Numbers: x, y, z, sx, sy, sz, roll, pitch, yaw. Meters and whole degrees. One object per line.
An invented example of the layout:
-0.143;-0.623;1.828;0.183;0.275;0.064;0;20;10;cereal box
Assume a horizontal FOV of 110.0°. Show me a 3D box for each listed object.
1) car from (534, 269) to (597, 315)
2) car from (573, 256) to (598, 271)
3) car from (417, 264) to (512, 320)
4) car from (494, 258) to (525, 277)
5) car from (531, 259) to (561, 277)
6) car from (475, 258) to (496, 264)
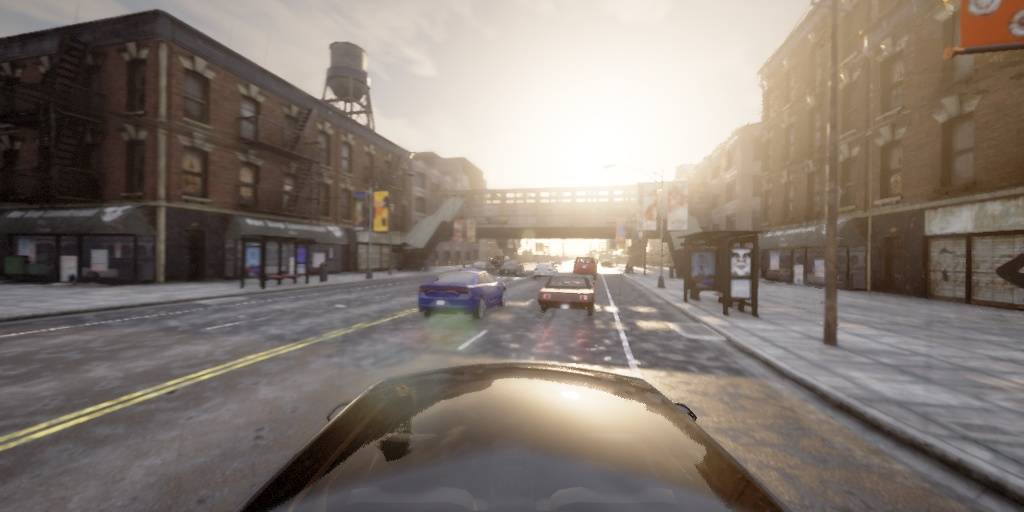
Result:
2.256;1.382;13.965;1.895;1.301;4.718;1;0;13;car
7.001;1.069;34.258;2.150;2.045;5.566;1;0;13;car
-1.546;1.208;12.770;1.882;1.535;5.008;1;0;12;car
0.018;1.259;36.005;1.837;1.490;4.892;1;0;13;car
3.144;1.321;33.203;1.812;1.442;4.674;1;0;13;car
-3.198;1.237;37.616;1.812;1.442;4.674;1;0;13;car
